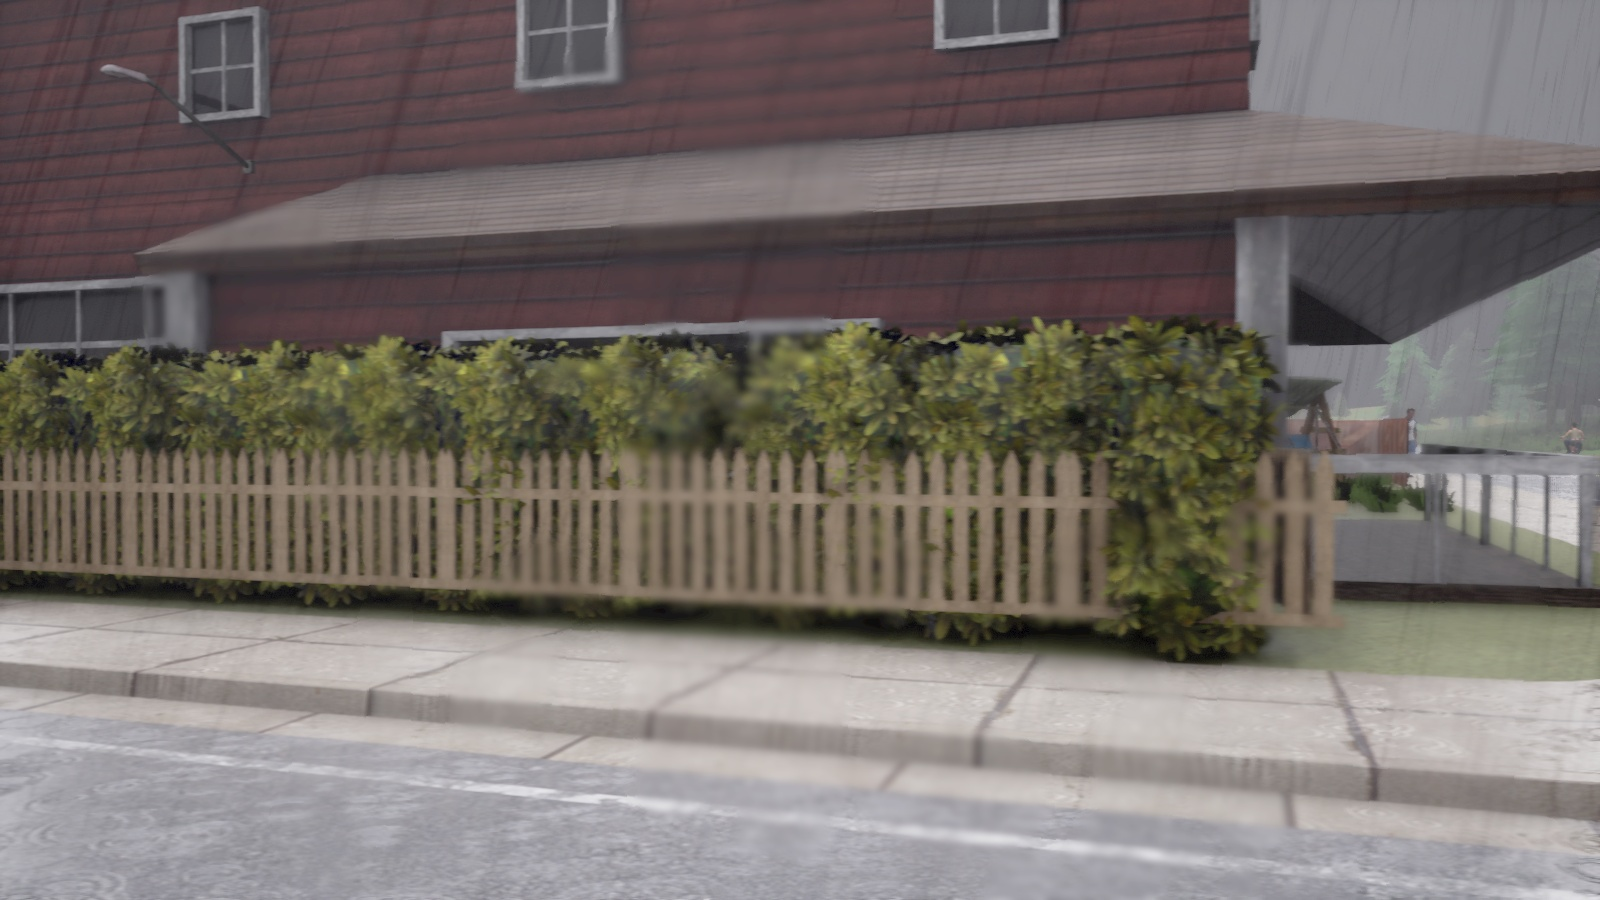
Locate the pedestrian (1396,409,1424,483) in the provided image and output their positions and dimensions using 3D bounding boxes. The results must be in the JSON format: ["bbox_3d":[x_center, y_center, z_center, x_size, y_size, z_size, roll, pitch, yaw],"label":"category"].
[{"bbox_3d":[15.493,-0.105,31.908,0.354,1.836,0.706,0,1,-1],"label":"pedestrian"}]

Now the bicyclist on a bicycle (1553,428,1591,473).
[{"bbox_3d":[28.550,0.004,46.458,0.866,1.612,1.509,1,1,19],"label":"bicyclist on a bicycle"}]
